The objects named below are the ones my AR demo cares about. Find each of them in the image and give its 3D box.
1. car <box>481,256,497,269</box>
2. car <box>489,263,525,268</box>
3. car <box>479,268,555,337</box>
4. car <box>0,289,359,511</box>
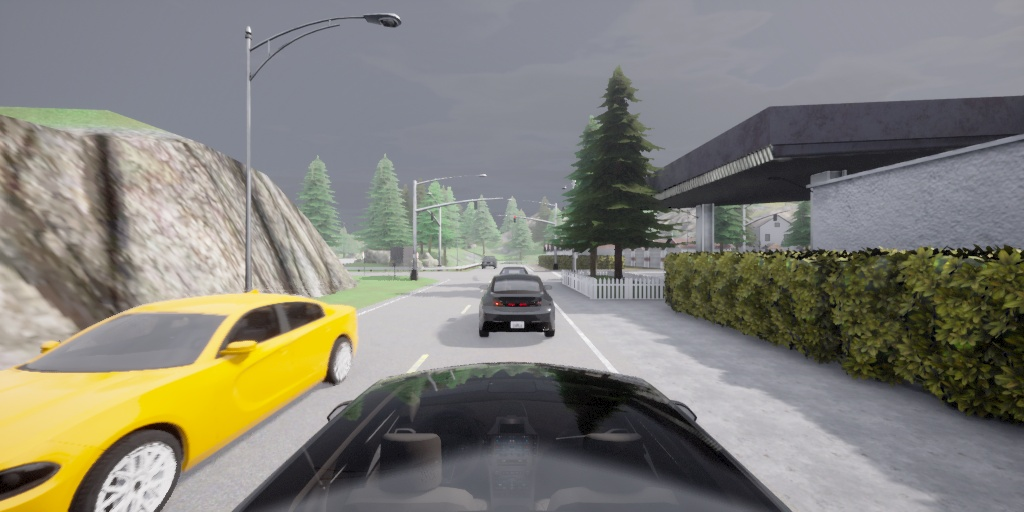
[{"bbox_3d":[-3.472,0.973,54.888,2.150,2.045,5.566,0,0,0],"label":"car"},{"bbox_3d":[0.115,1.297,19.993,2.033,1.411,5.357,0,0,2],"label":"car"},{"bbox_3d":[0.120,1.255,10.254,1.837,1.490,4.892,0,0,0],"label":"car"},{"bbox_3d":[-3.592,1.227,4.190,1.882,1.535,5.008,0,0,0],"label":"car"}]
